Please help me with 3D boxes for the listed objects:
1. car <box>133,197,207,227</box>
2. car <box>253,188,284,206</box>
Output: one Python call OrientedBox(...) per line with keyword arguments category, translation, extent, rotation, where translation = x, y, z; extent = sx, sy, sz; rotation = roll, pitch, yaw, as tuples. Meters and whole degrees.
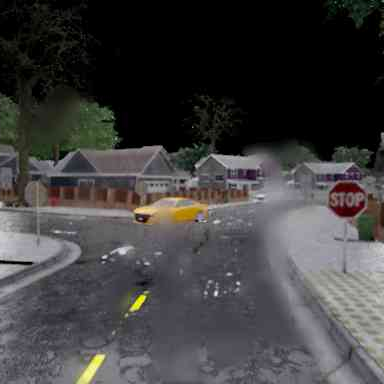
OrientedBox(category="car", translation=(-1.091, 1.054, 18.758), extent=(1.882, 1.535, 5.008), rotation=(2, 2, 37))
OrientedBox(category="car", translation=(8.948, 0.581, 38.606), extent=(2.150, 2.045, 5.566), rotation=(1, 3, 32))
